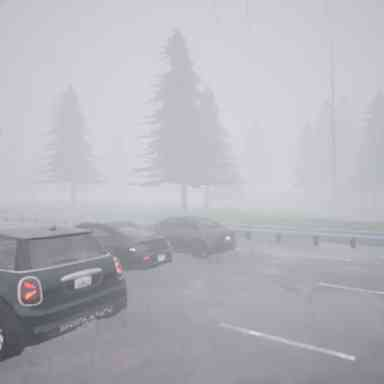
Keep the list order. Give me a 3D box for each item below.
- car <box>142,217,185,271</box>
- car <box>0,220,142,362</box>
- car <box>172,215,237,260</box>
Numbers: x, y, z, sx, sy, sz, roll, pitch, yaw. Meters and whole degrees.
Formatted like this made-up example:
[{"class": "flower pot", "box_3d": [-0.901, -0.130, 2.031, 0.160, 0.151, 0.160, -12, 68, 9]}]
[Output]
[{"class": "car", "box_3d": [-2.723, 1.554, 9.906, 4.674, 1.442, 1.812, 0, 0, 33]}, {"class": "car", "box_3d": [-3.396, 1.379, 6.160, 4.553, 1.767, 2.097, 0, 0, 34]}, {"class": "car", "box_3d": [-0.436, 1.583, 12.587, 4.181, 1.385, 1.994, 0, 0, 33]}]
